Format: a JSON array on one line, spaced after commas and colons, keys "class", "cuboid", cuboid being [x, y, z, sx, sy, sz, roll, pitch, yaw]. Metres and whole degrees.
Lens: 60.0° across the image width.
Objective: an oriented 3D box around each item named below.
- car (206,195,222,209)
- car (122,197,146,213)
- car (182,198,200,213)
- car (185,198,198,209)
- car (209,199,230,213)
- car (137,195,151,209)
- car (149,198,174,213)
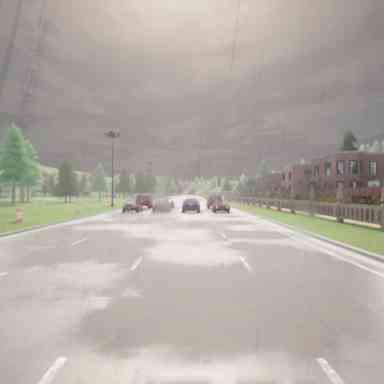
[{"class": "car", "cuboid": [3.378, 1.460, 49.799, 2.150, 2.045, 5.566, 0, 0, 0]}, {"class": "car", "cuboid": [-7.097, 1.717, 39.739, 1.812, 1.442, 4.674, 0, 0, 0]}, {"class": "car", "cuboid": [-0.097, 1.542, 39.727, 2.097, 1.767, 4.553, 0, 0, 0]}, {"class": "car", "cuboid": [-0.122, 1.743, 49.759, 1.837, 1.490, 4.892, 0, 0, 0]}, {"class": "car", "cuboid": [3.402, 1.791, 39.794, 1.895, 1.301, 4.718, 0, 0, 0]}, {"class": "car", "cuboid": [-7.122, 1.460, 49.774, 2.150, 2.045, 5.566, 0, 0, 0]}, {"class": "car", "cuboid": [-3.597, 1.755, 39.747, 1.994, 1.385, 4.181, 0, 0, 0]}]
